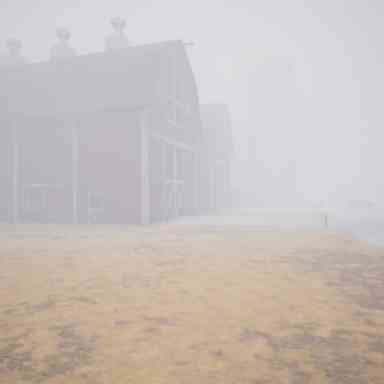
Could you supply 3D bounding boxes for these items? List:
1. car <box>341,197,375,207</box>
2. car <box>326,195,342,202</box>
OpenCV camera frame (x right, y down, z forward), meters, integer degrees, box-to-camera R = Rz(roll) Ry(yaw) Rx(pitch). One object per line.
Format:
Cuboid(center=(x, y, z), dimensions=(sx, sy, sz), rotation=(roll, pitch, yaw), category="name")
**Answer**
Cuboid(center=(25.761, 1.650, 51.185), dimensions=(4.181, 1.381, 1.994), rotation=(0, 0, 19), category="car")
Cuboid(center=(36.191, 1.637, 82.506), dimensions=(3.988, 1.617, 1.851), rotation=(0, 0, 19), category="car")
